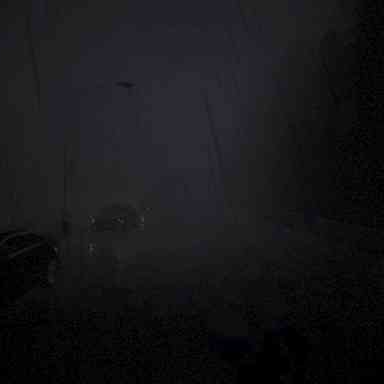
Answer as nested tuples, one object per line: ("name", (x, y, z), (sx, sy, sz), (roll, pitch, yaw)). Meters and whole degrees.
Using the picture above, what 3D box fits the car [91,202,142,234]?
("car", (-4.365, 1.455, 19.365), (1.882, 1.535, 5.008), (-1, 0, -1))

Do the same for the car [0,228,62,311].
("car", (-4.173, 1.523, 6.488), (2.128, 1.511, 4.902), (-1, 0, -1))

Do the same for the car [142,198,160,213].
("car", (-4.531, 1.401, 36.288), (2.128, 1.511, 4.902), (-1, 0, -1))

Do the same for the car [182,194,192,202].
("car", (-0.958, 1.277, 64.425), (2.033, 1.411, 5.357), (-1, 0, -1))

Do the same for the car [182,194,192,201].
("car", (-1.119, 1.151, 74.840), (2.128, 1.511, 4.902), (-1, 0, -1))
